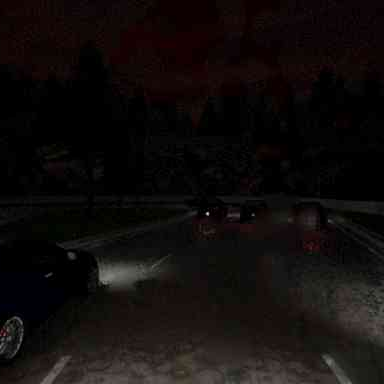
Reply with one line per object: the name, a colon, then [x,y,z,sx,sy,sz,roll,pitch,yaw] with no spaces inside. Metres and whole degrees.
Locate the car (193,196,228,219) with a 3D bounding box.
car: [1.759,1.357,27.166,1.837,1.490,4.892,0,0,14]

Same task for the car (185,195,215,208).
car: [1.216,1.128,41.489,4.553,1.767,2.097,1,1,44]

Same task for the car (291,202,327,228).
car: [7.524,1.391,21.424,1.837,1.490,4.892,0,0,15]

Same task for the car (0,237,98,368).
car: [-3.118,1.493,5.604,1.812,1.442,4.674,0,0,4]

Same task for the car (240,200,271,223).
car: [4.657,1.347,24.173,1.882,1.535,5.008,0,0,15]
